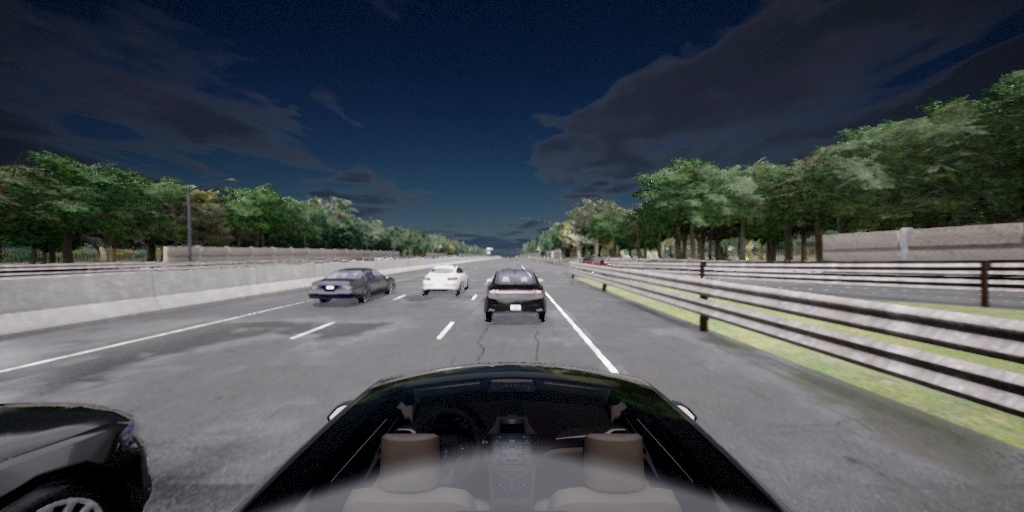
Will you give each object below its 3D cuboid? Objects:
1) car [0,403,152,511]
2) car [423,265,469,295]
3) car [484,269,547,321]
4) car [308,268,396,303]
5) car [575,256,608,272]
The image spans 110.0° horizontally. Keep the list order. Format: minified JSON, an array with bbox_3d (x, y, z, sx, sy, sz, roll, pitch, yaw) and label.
[{"bbox_3d":[-3.400,1.248,0.424,2.128,1.511,4.902,0,0,0],"label":"car"},{"bbox_3d":[-3.397,1.196,18.857,1.812,1.442,4.674,0,0,0],"label":"car"},{"bbox_3d":[0.102,1.192,12.255,2.128,1.511,4.902,0,0,0],"label":"car"},{"bbox_3d":[-6.897,1.231,16.096,2.033,1.411,5.357,0,0,0],"label":"car"},{"bbox_3d":[9.039,0.849,41.220,2.097,1.767,4.553,-1,0,-18],"label":"car"}]
